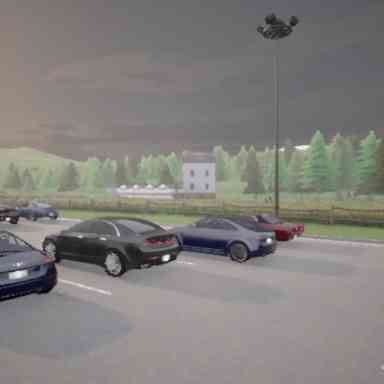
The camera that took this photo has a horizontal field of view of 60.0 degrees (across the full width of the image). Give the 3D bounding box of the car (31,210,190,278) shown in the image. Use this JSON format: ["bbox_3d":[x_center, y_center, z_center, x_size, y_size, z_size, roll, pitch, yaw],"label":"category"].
[{"bbox_3d":[-2.655,1.482,10.185,4.892,1.490,1.837,0,0,36],"label":"car"}]

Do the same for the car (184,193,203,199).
[{"bbox_3d":[0.367,1.071,83.001,4.605,1.855,1.932,0,0,35],"label":"car"}]

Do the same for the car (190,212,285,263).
[{"bbox_3d":[0.863,1.546,11.973,4.181,1.385,1.994,0,0,36],"label":"car"}]

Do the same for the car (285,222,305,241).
[{"bbox_3d":[2.476,1.581,15.123,4.718,1.301,1.895,0,0,36],"label":"car"}]

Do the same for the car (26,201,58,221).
[{"bbox_3d":[-12.107,1.455,25.527,4.674,1.442,1.812,0,0,35],"label":"car"}]

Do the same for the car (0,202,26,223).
[{"bbox_3d":[-13.367,1.437,22.127,4.892,1.490,1.837,0,0,36],"label":"car"}]

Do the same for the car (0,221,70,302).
[{"bbox_3d":[-4.936,1.540,7.513,4.181,1.385,1.994,0,0,36],"label":"car"}]
